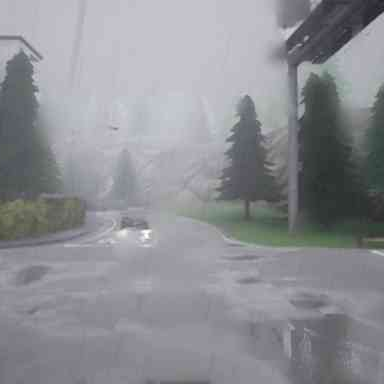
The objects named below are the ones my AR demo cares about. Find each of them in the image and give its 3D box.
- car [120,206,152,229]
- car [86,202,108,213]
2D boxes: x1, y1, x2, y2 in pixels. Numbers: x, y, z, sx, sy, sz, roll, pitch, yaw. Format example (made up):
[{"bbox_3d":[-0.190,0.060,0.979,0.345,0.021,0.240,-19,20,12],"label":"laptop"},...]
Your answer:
[{"bbox_3d":[-4.052,1.840,24.156,1.837,1.490,4.892,1,0,-8],"label":"car"},{"bbox_3d":[-13.464,2.052,46.407,4.181,1.385,1.994,-1,-1,44],"label":"car"}]
